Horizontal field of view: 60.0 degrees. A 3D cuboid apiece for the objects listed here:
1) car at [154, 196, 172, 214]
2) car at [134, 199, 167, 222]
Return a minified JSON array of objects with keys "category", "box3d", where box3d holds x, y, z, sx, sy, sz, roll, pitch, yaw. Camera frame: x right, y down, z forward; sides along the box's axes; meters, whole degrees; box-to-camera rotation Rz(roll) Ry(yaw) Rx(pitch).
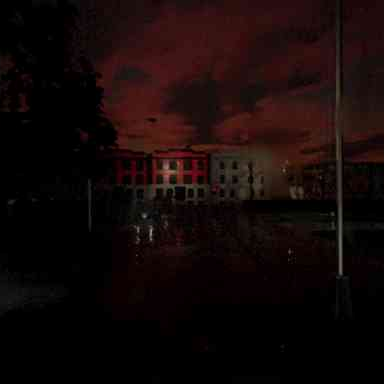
[{"category":"car","box3d":[-3.542,1.472,39.306,2.150,2.045,5.566,0,0,1]},{"category":"car","box3d":[-3.708,1.679,28.717,2.128,1.511,4.902,0,0,1]}]
